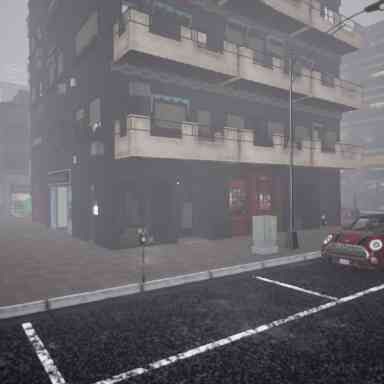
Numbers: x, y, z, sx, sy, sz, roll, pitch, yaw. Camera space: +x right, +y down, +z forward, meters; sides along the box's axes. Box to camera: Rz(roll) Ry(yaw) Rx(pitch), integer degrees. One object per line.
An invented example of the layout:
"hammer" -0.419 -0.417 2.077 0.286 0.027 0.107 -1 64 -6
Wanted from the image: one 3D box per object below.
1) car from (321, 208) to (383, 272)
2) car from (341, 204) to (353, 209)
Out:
"car" 5.916 1.448 10.565 4.097 1.590 1.967 0 -1 -36
"car" 12.955 1.616 30.267 1.994 1.385 4.181 -1 0 -36
